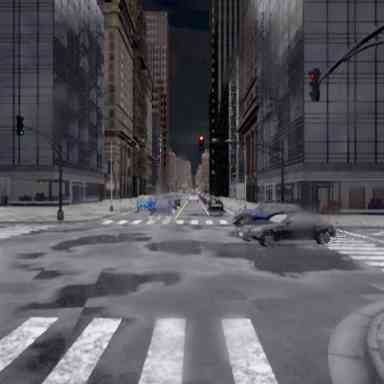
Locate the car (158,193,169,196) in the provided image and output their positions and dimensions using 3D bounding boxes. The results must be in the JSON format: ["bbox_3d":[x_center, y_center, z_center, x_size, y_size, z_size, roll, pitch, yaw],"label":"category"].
[{"bbox_3d":[-5.587,1.386,57.356,1.967,1.590,4.097,0,0,0],"label":"car"}]

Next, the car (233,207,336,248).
[{"bbox_3d":[4.262,1.576,14.927,4.674,1.442,1.812,1,0,-20],"label":"car"}]

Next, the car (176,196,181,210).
[{"bbox_3d":[-2.888,1.533,42.871,1.994,1.385,4.181,0,0,1],"label":"car"}]

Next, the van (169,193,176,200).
[{"bbox_3d":[-5.399,1.200,91.247,1.690,1.788,3.998,0,0,0],"label":"van"}]

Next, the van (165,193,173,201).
[{"bbox_3d":[-5.462,1.232,79.950,1.690,1.788,3.998,0,0,0],"label":"van"}]

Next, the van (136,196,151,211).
[{"bbox_3d":[-5.680,1.313,40.409,1.690,1.788,3.998,0,0,0],"label":"van"}]

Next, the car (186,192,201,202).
[{"bbox_3d":[0.356,1.135,72.730,2.150,2.045,5.566,0,0,0],"label":"car"}]

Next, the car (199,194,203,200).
[{"bbox_3d":[3.000,1.465,68.609,1.887,1.381,4.507,0,0,0],"label":"car"}]

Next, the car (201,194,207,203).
[{"bbox_3d":[2.937,1.527,57.311,1.802,1.307,4.206,0,0,0],"label":"car"}]

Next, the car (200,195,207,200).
[{"bbox_3d":[3.124,1.409,91.204,2.008,1.369,4.403,0,0,0],"label":"car"}]

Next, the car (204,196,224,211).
[{"bbox_3d":[2.845,1.538,40.364,1.947,1.339,4.313,0,0,0],"label":"car"}]

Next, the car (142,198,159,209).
[{"bbox_3d":[-5.650,1.547,46.058,1.802,1.307,4.206,0,0,0],"label":"car"}]

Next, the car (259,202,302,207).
[{"bbox_3d":[4.910,1.412,20.807,4.553,1.767,2.097,2,0,17],"label":"car"}]

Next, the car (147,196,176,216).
[{"bbox_3d":[-2.957,1.458,32.912,1.882,1.535,5.008,0,0,0],"label":"car"}]

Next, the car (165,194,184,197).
[{"bbox_3d":[-2.762,1.500,53.225,2.033,1.411,5.357,0,0,1],"label":"car"}]

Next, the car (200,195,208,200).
[{"bbox_3d":[3.093,1.456,85.556,1.802,1.307,4.206,0,0,0],"label":"car"}]
